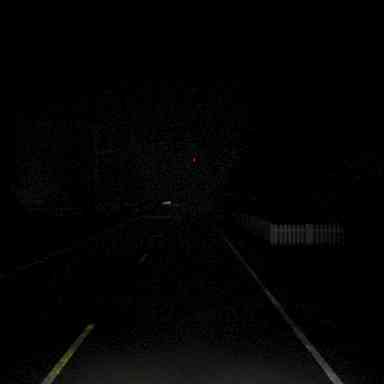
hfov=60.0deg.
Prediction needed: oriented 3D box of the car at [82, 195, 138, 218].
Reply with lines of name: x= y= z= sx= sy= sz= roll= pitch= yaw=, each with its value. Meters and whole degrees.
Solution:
car: x=-8.234 y=1.403 z=33.611 sx=5.566 sy=2.045 sz=2.150 roll=2 pitch=0 yaw=-1

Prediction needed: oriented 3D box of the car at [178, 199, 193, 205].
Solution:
car: x=-1.618 y=2.481 z=81.397 sx=1.895 sy=1.301 sz=4.718 roll=0 pitch=-1 yaw=32
